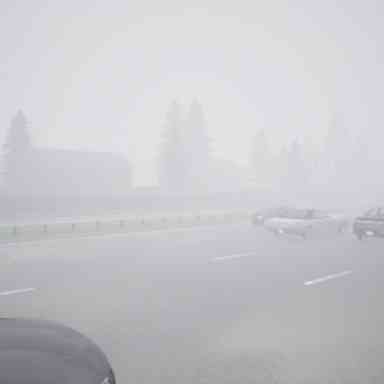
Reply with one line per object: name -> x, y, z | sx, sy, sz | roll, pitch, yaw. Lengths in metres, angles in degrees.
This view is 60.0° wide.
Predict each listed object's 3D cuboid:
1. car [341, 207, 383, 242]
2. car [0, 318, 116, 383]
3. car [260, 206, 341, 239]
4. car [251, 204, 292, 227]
car -> 8.913, 1.373, 14.396 | 4.902, 1.511, 2.128 | -1, 0, -35
car -> -2.820, 1.503, 1.735 | 4.902, 1.511, 2.128 | -1, 0, -35
car -> 5.851, 1.491, 16.511 | 4.718, 1.301, 1.895 | -1, 0, -35
car -> 5.622, 1.438, 20.646 | 4.181, 1.385, 1.994 | -1, 0, -35
